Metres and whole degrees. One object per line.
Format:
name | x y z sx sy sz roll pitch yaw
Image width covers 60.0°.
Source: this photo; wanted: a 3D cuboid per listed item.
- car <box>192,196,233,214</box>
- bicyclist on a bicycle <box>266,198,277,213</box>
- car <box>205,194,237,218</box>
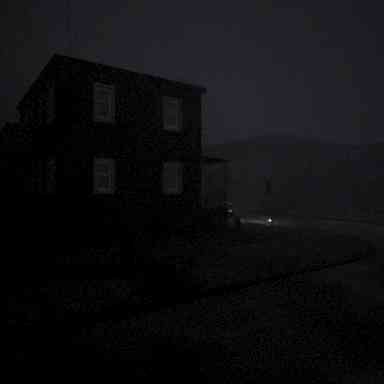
car | 2.147 1.352 36.207 2.097 1.767 4.553 0 0 -35
bicyclist on a bicycle | 8.322 1.348 34.790 1.656 1.620 0.582 0 0 -35
car | 1.575 1.221 29.786 2.150 2.045 5.566 0 0 -35
